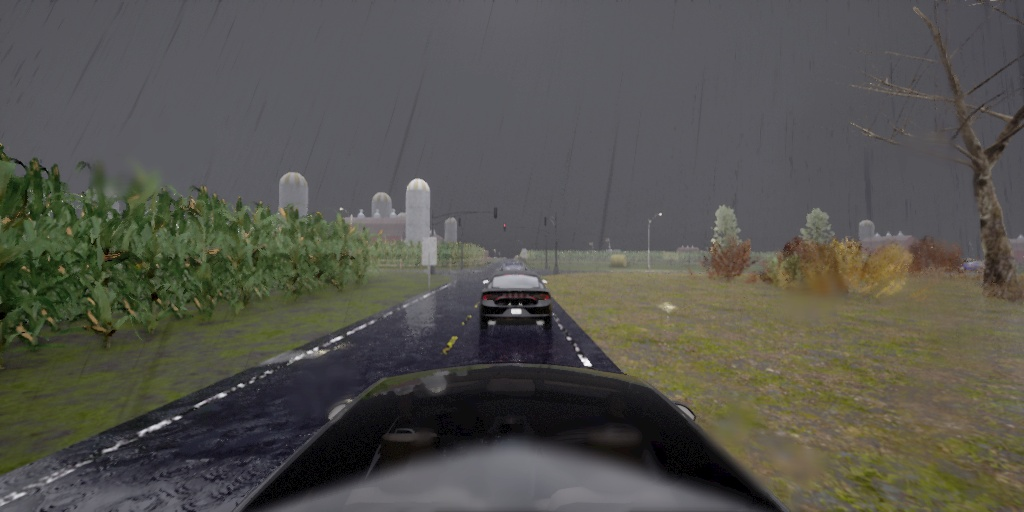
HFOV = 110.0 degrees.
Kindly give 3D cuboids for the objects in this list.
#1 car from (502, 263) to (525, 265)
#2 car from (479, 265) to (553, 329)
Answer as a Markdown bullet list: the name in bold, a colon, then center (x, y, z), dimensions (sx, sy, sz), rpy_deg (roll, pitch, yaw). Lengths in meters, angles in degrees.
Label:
- **car**: center (0.100, 1.144, 20.426), dimensions (2.128, 1.511, 4.902), rpy_deg (0, 0, 0)
- **car**: center (0.100, 1.178, 11.015), dimensions (1.882, 1.535, 5.008), rpy_deg (0, 0, 0)
